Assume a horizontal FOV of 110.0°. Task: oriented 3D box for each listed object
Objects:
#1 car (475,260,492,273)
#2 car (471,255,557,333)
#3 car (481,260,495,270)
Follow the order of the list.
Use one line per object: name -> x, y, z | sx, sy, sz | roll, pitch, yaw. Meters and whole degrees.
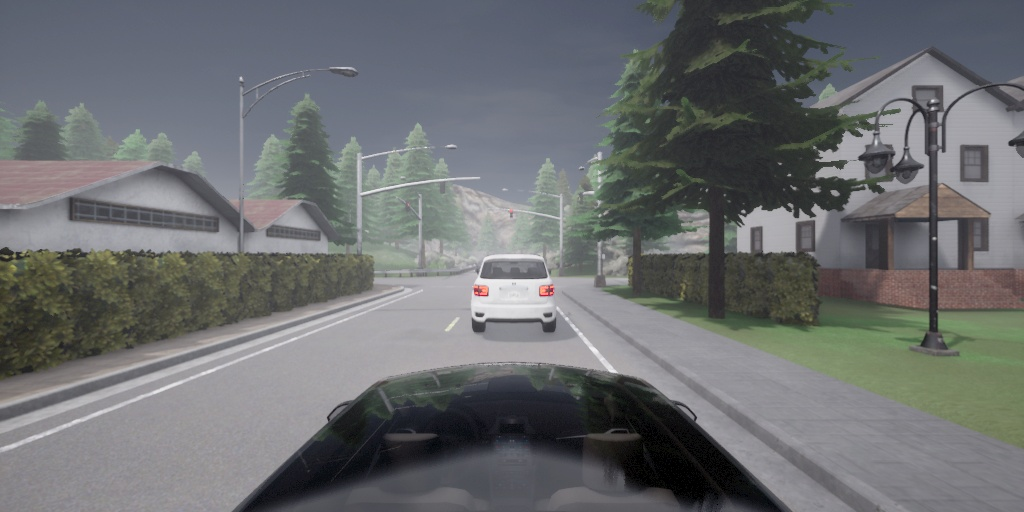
car -> -3.612, 1.330, 46.041 | 1.837, 1.490, 4.892 | 0, 0, 0
car -> 0.062, 0.987, 10.967 | 2.150, 2.045, 5.566 | 0, 0, 0
car -> -3.614, 1.366, 55.277 | 1.812, 1.442, 4.674 | 0, 0, 0
